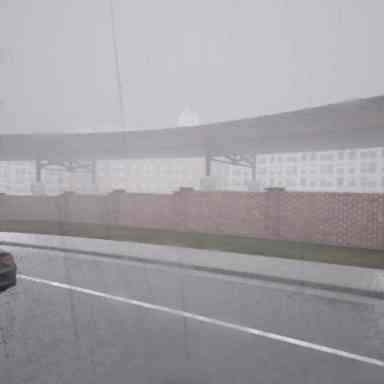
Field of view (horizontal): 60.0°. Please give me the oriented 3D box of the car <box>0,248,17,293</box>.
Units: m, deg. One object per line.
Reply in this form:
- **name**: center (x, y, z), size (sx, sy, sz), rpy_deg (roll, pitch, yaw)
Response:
- **car**: center (-5.810, 1.515, 7.277), size (4.674, 1.442, 1.812), rpy_deg (0, 0, 29)
